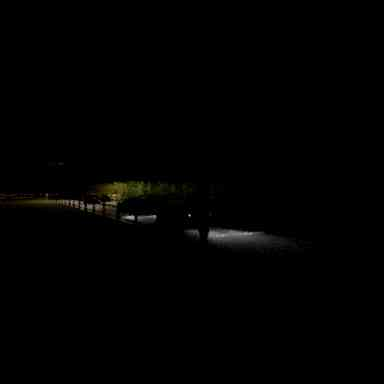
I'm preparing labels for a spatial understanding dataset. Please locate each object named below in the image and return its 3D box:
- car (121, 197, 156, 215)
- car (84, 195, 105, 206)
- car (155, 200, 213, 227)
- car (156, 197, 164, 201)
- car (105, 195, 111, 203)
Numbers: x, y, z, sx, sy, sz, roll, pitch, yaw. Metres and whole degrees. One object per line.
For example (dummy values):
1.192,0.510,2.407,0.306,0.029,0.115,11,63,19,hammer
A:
-5.362,1.333,31.387,1.812,1.442,4.674,0,0,-28,car
-14.675,1.201,49.141,1.837,1.490,4.892,0,0,-27,car
-0.492,1.469,22.120,1.895,1.301,4.718,0,0,-28,car
-4.305,1.265,37.268,1.882,1.535,5.008,0,0,-28,car
-15.733,1.181,58.907,1.812,1.442,4.674,0,0,-28,car
